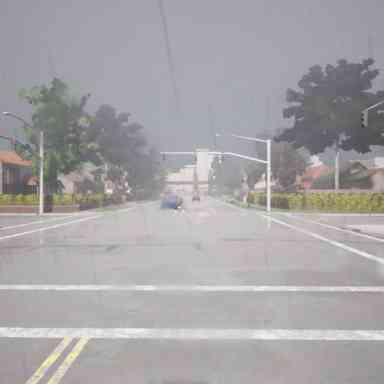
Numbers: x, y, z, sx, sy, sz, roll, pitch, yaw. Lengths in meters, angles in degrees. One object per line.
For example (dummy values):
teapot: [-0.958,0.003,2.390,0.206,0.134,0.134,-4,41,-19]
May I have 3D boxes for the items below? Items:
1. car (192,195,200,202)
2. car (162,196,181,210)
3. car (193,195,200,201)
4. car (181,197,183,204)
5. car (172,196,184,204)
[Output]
car: [1.008,1.500,79.044,1.837,1.490,4.892,0,0,0]
car: [-2.847,1.478,43.235,1.882,1.535,5.008,0,0,0]
car: [1.082,1.514,89.442,1.812,1.442,4.674,0,0,0]
car: [-2.775,1.352,52.587,2.097,1.767,4.553,0,0,0]
car: [-2.653,1.547,63.966,2.033,1.411,5.357,0,0,1]
